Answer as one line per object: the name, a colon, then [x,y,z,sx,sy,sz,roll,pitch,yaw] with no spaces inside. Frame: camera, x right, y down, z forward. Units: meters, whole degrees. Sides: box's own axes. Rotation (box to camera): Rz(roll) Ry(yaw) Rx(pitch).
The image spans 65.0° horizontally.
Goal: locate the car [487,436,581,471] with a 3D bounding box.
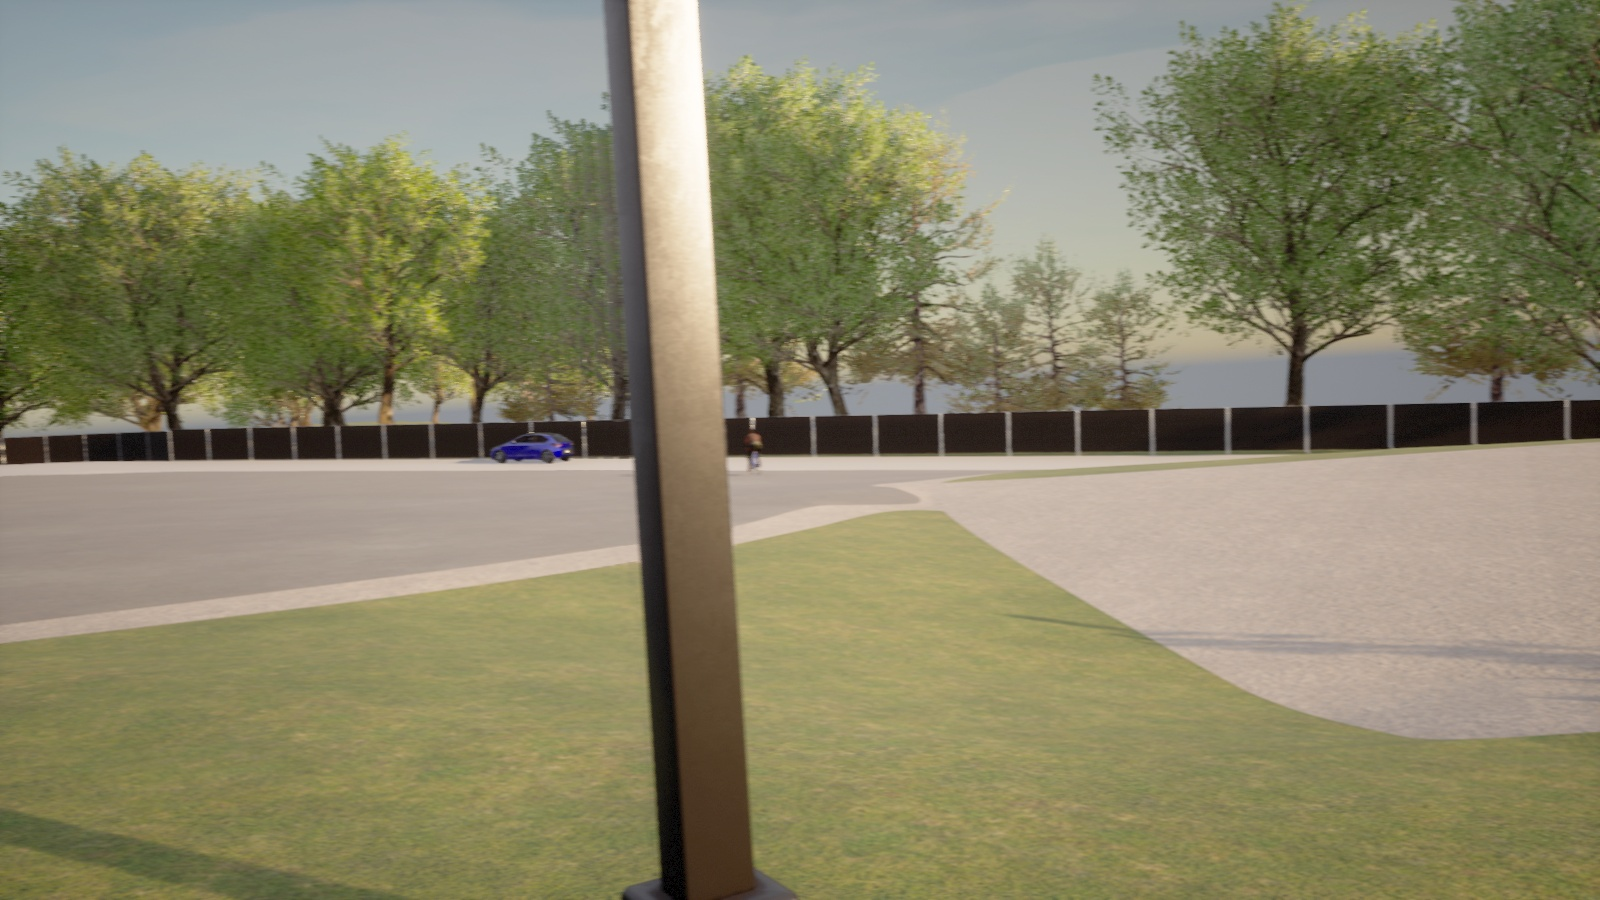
car: [-13.232,0.164,62.458,4.193,1.474,1.816,-2,4,22]
